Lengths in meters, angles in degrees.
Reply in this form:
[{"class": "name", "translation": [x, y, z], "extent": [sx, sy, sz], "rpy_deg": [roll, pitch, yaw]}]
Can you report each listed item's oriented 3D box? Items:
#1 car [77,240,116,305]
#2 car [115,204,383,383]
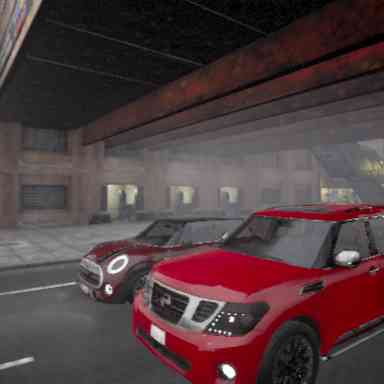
[{"class": "car", "translation": [-0.321, 1.375, 8.027], "extent": [4.553, 1.767, 2.097], "rpy_deg": [0, 0, -35]}, {"class": "car", "translation": [1.879, 1.246, 5.297], "extent": [5.566, 2.045, 2.150], "rpy_deg": [0, 0, -35]}]
